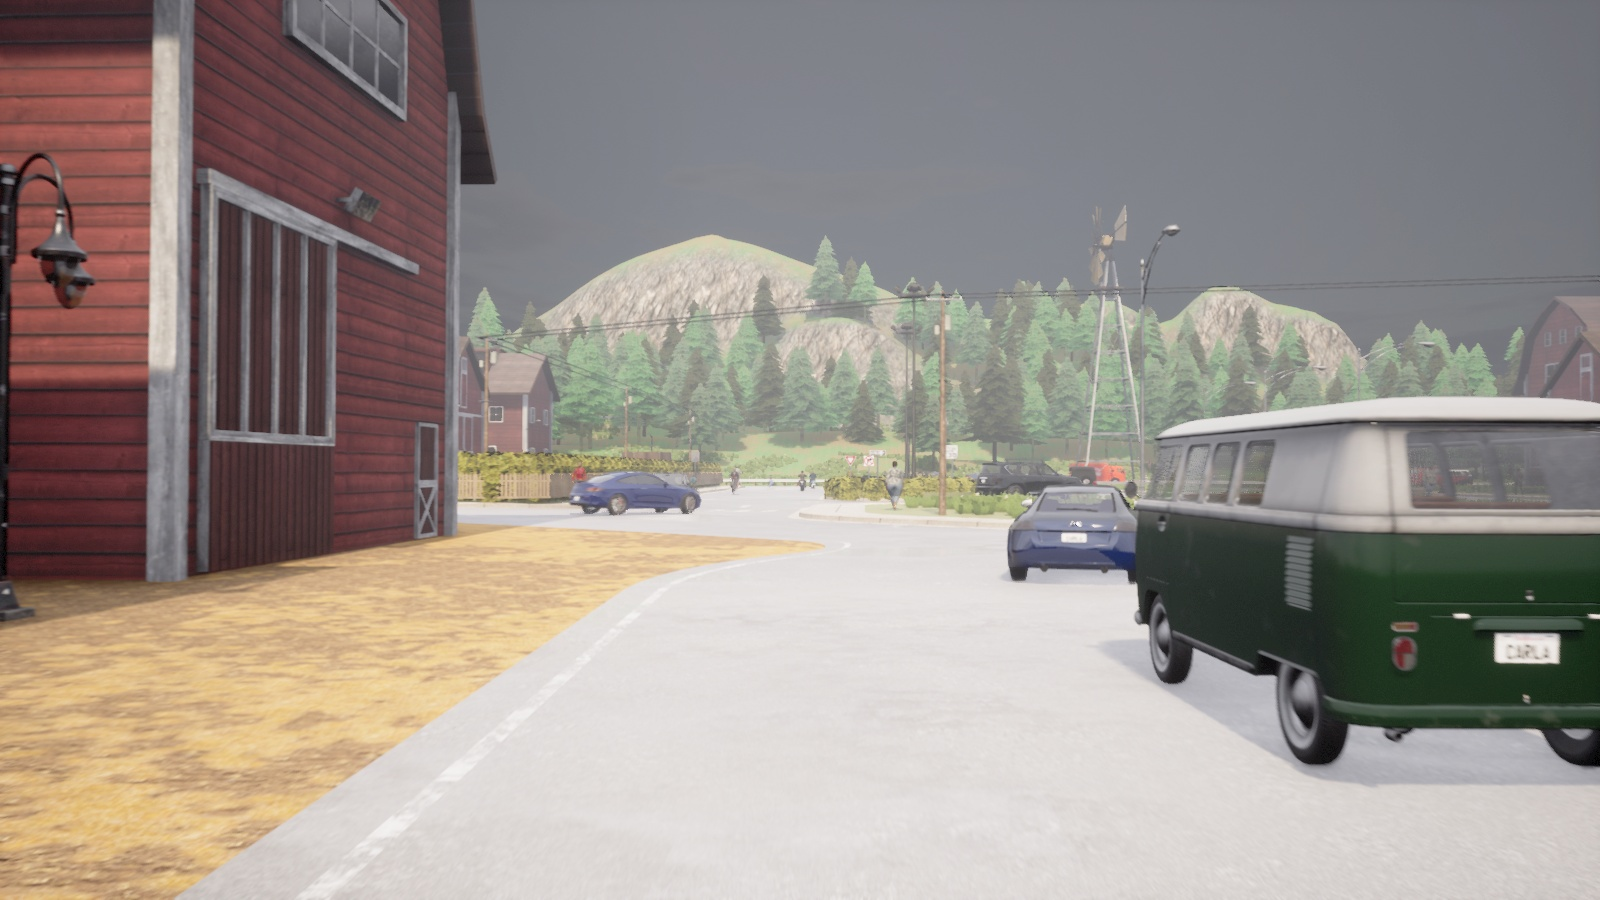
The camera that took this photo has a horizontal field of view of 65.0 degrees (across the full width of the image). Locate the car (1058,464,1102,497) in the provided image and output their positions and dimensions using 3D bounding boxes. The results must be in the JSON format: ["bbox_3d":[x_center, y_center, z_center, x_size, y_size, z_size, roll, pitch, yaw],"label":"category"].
[{"bbox_3d":[16.277,1.771,73.205,1.905,1.878,3.866,0,-1,4],"label":"car"}]

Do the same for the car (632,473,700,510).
[{"bbox_3d":[-5.629,1.730,53.334,2.163,1.488,4.792,0,-1,3],"label":"car"}]

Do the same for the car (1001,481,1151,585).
[{"bbox_3d":[4.364,1.185,19.386,1.994,1.385,4.181,-1,-1,16],"label":"car"}]

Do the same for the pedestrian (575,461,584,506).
[{"bbox_3d":[-9.036,1.365,51.455,0.331,1.846,0.636,0,-1,-16],"label":"pedestrian"}]

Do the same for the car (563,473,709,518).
[{"bbox_3d":[-5.470,1.489,42.294,4.674,1.442,1.812,1,-1,-41],"label":"car"}]

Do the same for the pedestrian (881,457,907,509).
[{"bbox_3d":[3.407,1.201,45.276,0.874,1.855,0.900,0,-1,8],"label":"pedestrian"}]

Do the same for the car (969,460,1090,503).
[{"bbox_3d":[11.257,1.520,61.515,5.566,2.045,2.150,0,-1,-25],"label":"car"}]

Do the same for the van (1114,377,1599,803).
[{"bbox_3d":[3.479,0.689,8.104,1.775,1.987,4.442,0,-1,0],"label":"van"}]
